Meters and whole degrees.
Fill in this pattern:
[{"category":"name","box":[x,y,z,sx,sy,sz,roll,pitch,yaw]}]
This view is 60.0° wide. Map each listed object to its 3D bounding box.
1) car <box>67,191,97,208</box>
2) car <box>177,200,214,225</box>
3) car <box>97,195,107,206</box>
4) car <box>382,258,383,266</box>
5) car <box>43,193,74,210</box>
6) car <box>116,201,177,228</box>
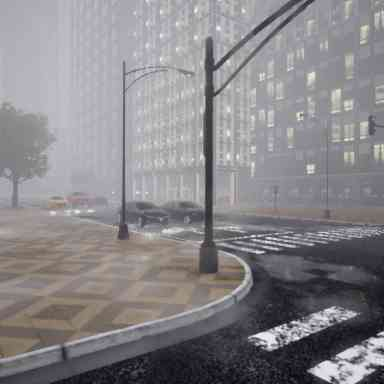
[{"category":"car","box":[-14.148,0.884,41.411,2.150,2.045,5.566,0,0,-36]},{"category":"car","box":[-0.544,1.331,23.109,1.882,1.535,5.008,0,0,-37]},{"category":"car","box":[-13.461,1.125,46.227,1.882,1.535,5.008,0,0,-37]},{"category":"car","box":[7.029,1.355,7.494,2.097,1.767,4.553,0,0,-37]},{"category":"car","box":[-15.420,1.145,37.663,1.882,1.535,5.008,0,0,-36]},{"category":"car","box":[-3.227,1.342,21.268,1.837,1.490,4.892,0,0,-37]}]
